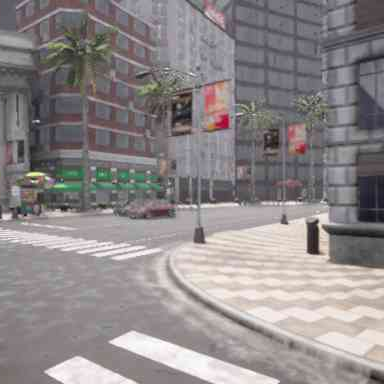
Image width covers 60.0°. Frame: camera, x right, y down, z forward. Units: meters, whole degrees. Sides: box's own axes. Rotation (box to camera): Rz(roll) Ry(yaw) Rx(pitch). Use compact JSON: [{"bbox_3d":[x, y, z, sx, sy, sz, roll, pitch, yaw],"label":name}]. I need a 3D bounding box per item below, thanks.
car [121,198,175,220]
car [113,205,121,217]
[{"bbox_3d":[-3.573,1.454,29.356,2.097,1.767,4.553,0,0,36],"label":"car"},{"bbox_3d":[-5.558,1.468,32.560,2.097,1.767,4.553,0,0,36],"label":"car"}]
